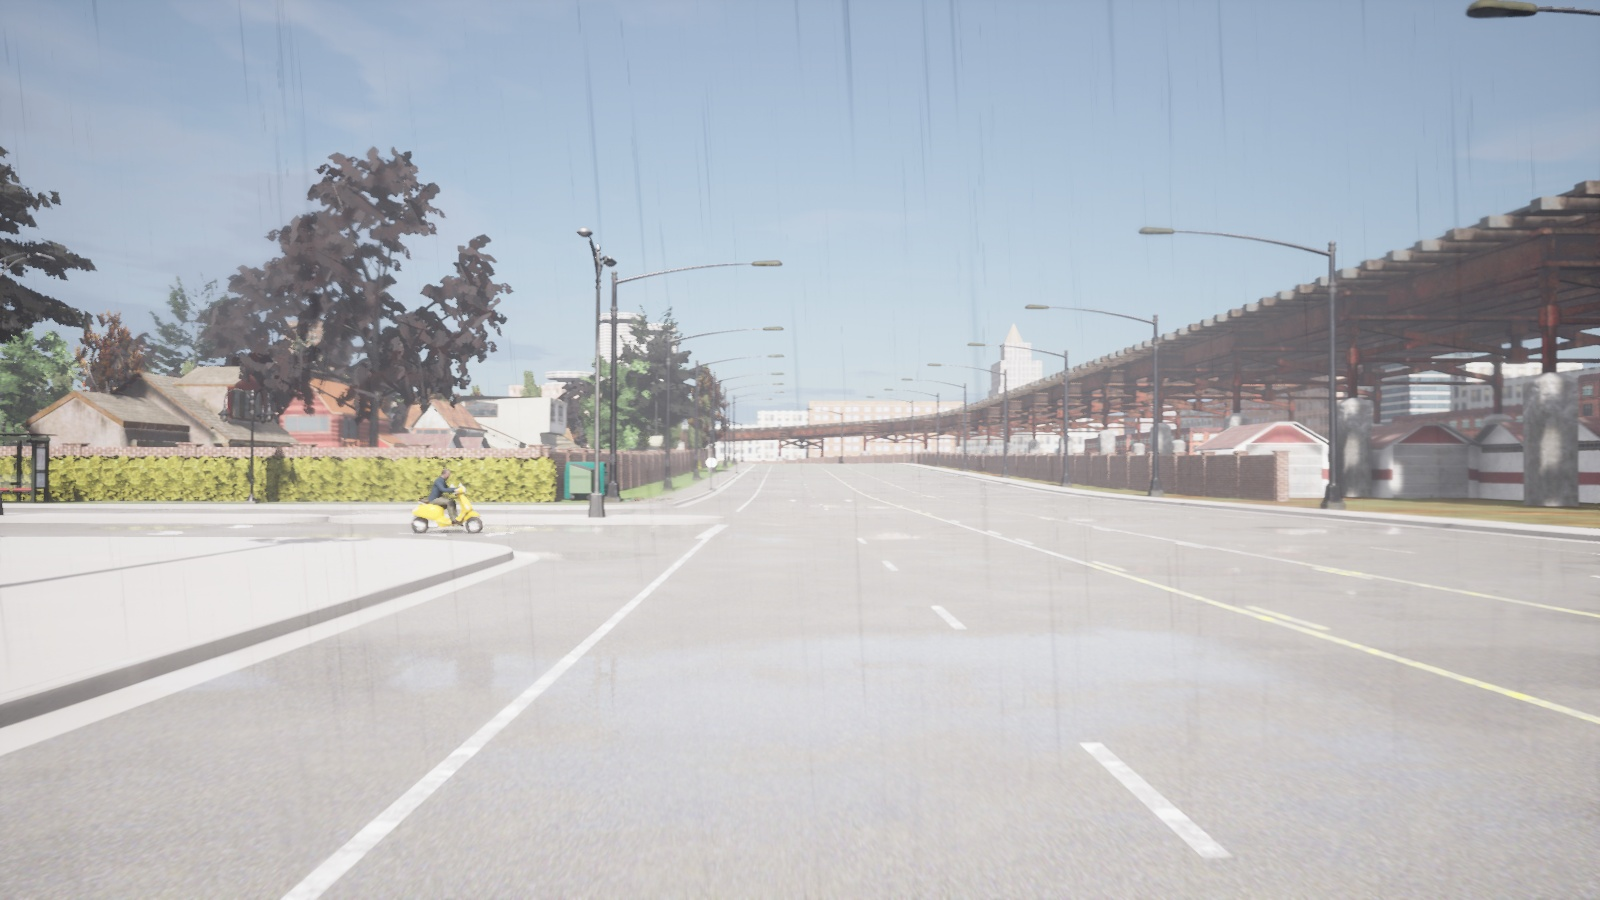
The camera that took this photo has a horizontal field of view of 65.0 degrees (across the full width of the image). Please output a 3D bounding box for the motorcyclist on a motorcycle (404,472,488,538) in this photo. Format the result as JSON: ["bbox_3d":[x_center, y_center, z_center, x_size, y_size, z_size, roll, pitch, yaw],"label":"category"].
[{"bbox_3d":[-8.635,1.322,30.685,1.817,1.590,0.866,0,-1,-1],"label":"motorcyclist on a motorcycle"}]
